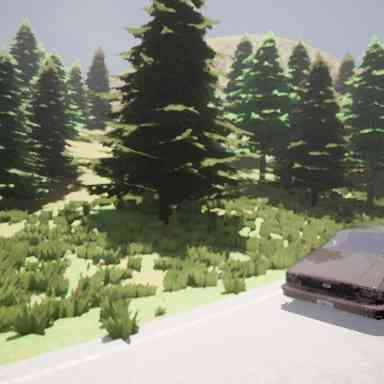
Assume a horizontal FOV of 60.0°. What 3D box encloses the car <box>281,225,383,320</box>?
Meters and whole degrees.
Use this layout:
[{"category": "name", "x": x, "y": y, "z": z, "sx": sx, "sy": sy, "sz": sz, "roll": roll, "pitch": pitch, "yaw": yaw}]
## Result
[{"category": "car", "x": 4.123, "y": 1.493, "z": 7.531, "sx": 2.033, "sy": 1.411, "sz": 5.357, "roll": 1, "pitch": 1, "yaw": 45}]
